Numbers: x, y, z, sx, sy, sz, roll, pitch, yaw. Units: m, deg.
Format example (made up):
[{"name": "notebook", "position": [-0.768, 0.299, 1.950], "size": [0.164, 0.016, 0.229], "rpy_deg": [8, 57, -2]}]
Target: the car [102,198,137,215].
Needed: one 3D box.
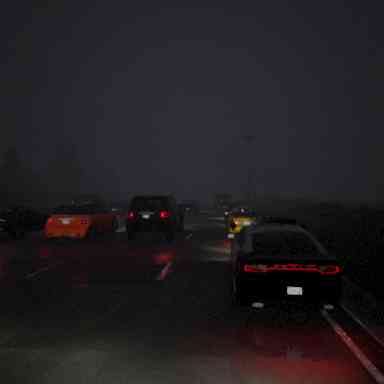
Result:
[{"name": "car", "position": [-7.320, 1.466, 34.138], "size": [2.128, 1.511, 4.902], "rpy_deg": [0, 0, 5]}]

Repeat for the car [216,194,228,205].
[{"name": "car", "position": [5.223, 1.313, 58.413], "size": [2.097, 1.767, 4.553], "rpy_deg": [0, 0, 5]}]

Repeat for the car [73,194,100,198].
[{"name": "car", "position": [-10.757, 1.196, 35.013], "size": [2.150, 2.045, 5.566], "rpy_deg": [0, 0, 5]}]

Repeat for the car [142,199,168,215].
[{"name": "car", "position": [-3.748, 1.501, 34.821], "size": [1.812, 1.442, 4.674], "rpy_deg": [0, 0, 5]}]

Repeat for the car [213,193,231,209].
[{"name": "car", "position": [3.976, 1.192, 44.012], "size": [2.150, 2.045, 5.566], "rpy_deg": [0, 0, 5]}]

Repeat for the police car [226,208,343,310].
[{"name": "police car", "position": [1.913, 1.420, 8.047], "size": [1.930, 1.638, 5.238], "rpy_deg": [0, 0, 5]}]

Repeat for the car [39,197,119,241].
[{"name": "car", "position": [-5.321, 1.340, 16.650], "size": [2.097, 1.767, 4.553], "rpy_deg": [0, 0, 5]}]

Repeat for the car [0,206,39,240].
[{"name": "car", "position": [-8.802, 1.478, 17.038], "size": [2.128, 1.511, 4.902], "rpy_deg": [0, 0, 5]}]

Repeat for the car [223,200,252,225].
[{"name": "car", "position": [2.783, 1.444, 18.090], "size": [1.801, 1.575, 5.366], "rpy_deg": [0, 0, 5]}]

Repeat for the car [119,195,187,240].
[{"name": "car", "position": [-1.761, 1.203, 17.212], "size": [2.150, 2.045, 5.566], "rpy_deg": [0, -1, 5]}]

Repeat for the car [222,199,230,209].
[{"name": "car", "position": [3.284, 1.490, 23.878], "size": [1.837, 1.490, 4.892], "rpy_deg": [0, 0, 5]}]

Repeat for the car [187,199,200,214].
[{"name": "car", "position": [-0.215, 1.502, 35.033], "size": [1.812, 1.442, 4.674], "rpy_deg": [0, 0, 5]}]
